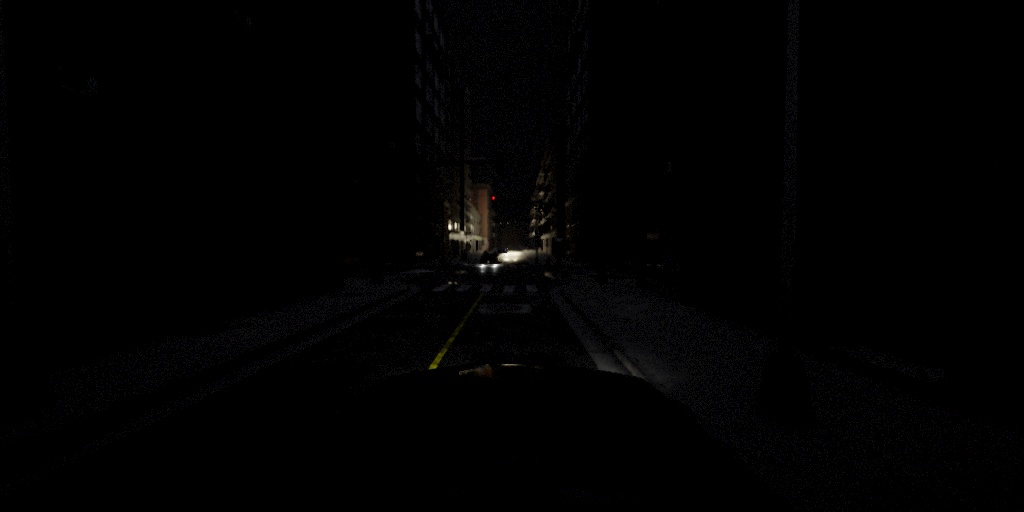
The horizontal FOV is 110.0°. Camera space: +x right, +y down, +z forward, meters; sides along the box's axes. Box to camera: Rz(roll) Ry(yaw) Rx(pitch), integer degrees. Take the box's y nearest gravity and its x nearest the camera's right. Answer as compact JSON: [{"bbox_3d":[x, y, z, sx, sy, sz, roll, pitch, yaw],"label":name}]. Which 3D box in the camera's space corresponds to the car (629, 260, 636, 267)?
[{"bbox_3d":[11.975,0.383,28.931,4.829,1.417,1.751,0,0,1],"label":"car"}]

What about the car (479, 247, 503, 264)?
[{"bbox_3d":[-2.300,0.081,37.916,2.033,1.411,5.357,0,2,1],"label":"car"}]

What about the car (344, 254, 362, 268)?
[{"bbox_3d":[-14.906,0.338,29.307,4.829,1.417,1.751,0,0,1],"label":"car"}]
